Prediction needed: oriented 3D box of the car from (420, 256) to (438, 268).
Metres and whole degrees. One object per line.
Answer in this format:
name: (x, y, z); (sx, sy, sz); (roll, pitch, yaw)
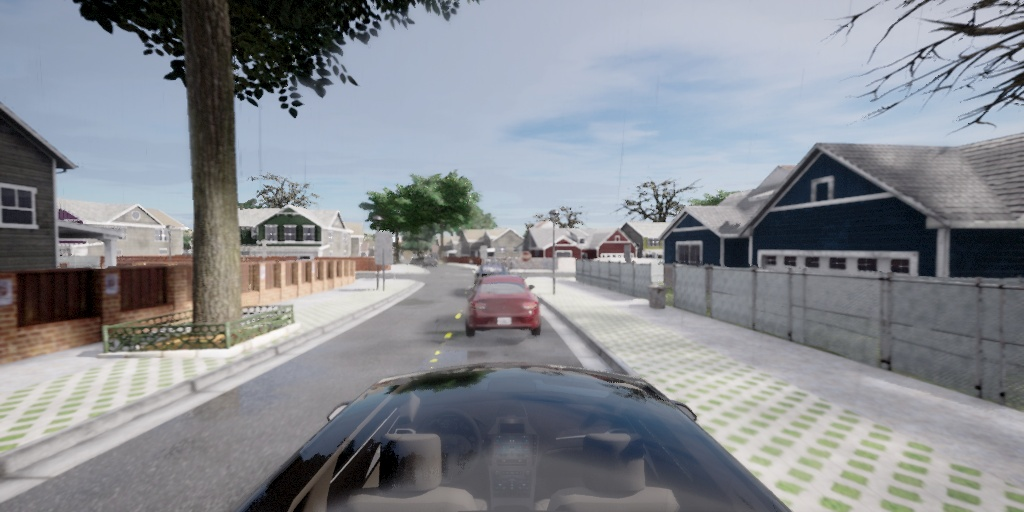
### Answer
car: (-12.971, 1.109, 56.901); (1.837, 1.490, 4.892); (-1, 0, -20)

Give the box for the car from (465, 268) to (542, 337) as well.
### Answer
car: (-0.285, 1.242, 10.073); (1.812, 1.442, 4.674); (0, 0, -3)

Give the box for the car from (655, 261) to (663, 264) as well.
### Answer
car: (17.817, 1.290, 41.711); (4.892, 1.490, 1.837); (0, 1, -20)

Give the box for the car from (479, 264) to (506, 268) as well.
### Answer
car: (-1.095, 1.176, 19.372); (2.128, 1.511, 4.902); (0, 0, -6)
